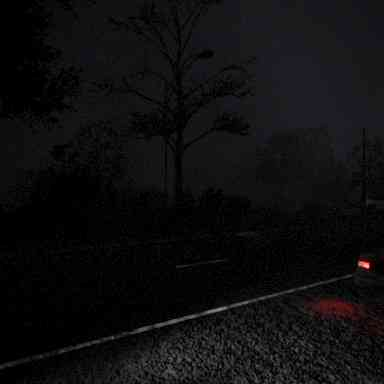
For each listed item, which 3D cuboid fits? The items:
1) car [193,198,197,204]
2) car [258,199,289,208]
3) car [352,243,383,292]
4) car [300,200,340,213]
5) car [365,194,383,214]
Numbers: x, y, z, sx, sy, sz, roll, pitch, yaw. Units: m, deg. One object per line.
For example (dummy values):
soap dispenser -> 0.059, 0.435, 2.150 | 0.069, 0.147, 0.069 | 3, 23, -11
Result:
car -> 0.469, 1.790, 64.095 | 1.895, 1.301, 4.718 | 0, -1, -22
car -> 11.723, 1.632, 47.879 | 1.895, 1.301, 4.718 | 0, 0, -27
car -> 5.953, 1.546, 7.816 | 5.357, 1.411, 2.033 | 0, 0, -34
car -> 13.893, 1.562, 36.323 | 1.994, 1.385, 4.181 | 0, 0, -28
car -> 19.895, 1.208, 32.941 | 2.150, 2.045, 5.566 | 0, 1, -32
